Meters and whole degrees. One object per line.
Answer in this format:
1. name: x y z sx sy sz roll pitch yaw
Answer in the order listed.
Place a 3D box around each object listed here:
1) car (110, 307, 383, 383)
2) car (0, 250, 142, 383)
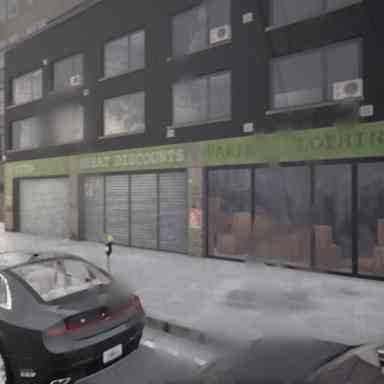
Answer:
1. car: 1.845 1.549 1.772 4.403 1.369 2.008 0 0 35
2. car: -2.661 1.566 4.966 4.403 1.369 2.008 0 0 35
